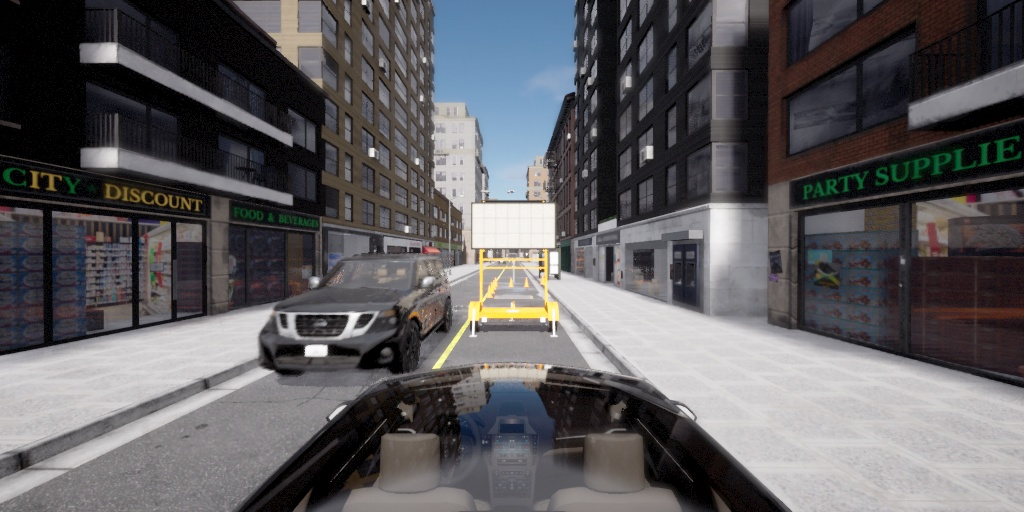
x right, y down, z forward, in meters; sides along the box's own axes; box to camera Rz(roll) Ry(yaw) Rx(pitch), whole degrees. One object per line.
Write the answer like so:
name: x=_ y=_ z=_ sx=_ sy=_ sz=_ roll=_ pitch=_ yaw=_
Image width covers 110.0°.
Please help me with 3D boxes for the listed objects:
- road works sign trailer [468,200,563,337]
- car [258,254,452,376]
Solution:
road works sign trailer: x=0.047 y=0.213 z=10.257 sx=2.380 sy=3.560 sz=2.880 roll=0 pitch=0 yaw=0
car: x=-2.715 y=0.971 z=7.759 sx=2.150 sy=2.045 sz=5.566 roll=0 pitch=0 yaw=0
